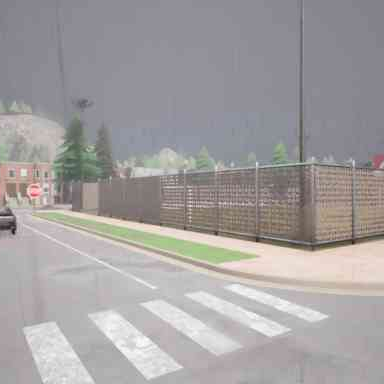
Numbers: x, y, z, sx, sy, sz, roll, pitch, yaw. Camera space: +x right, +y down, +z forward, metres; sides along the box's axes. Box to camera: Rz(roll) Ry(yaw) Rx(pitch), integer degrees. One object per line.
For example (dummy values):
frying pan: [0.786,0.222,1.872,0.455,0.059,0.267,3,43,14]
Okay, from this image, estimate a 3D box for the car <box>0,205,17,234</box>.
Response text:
car: [-10.904,1.487,18.305,2.128,1.511,4.902,0,0,-34]
